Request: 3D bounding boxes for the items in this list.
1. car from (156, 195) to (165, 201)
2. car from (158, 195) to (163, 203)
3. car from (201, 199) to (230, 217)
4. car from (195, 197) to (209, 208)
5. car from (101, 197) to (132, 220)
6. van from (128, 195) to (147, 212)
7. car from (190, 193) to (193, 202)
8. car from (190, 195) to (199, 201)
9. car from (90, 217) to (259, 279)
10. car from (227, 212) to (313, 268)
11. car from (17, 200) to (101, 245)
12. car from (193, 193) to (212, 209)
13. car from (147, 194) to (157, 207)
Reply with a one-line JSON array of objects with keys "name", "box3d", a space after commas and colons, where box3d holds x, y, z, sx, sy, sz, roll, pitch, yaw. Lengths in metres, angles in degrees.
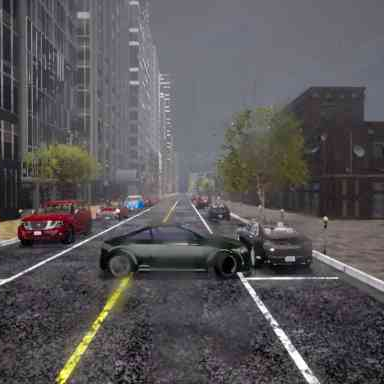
[{"name": "car", "box3d": [-7.738, 1.497, 82.613, 1.752, 1.417, 4.829, -1, 0, -1]}, {"name": "car", "box3d": [-7.326, 1.522, 66.184, 1.887, 1.381, 4.507, -1, 0, -1]}, {"name": "car", "box3d": [2.051, 1.543, 26.918, 2.008, 1.369, 4.403, -1, 0, -1]}, {"name": "car", "box3d": [1.463, 1.509, 49.954, 1.752, 1.417, 4.829, -1, 0, -1]}, {"name": "car", "box3d": [-6.352, 1.432, 26.724, 1.967, 1.590, 4.097, -1, 0, -1]}, {"name": "van", "box3d": [-6.637, 1.329, 38.518, 1.690, 1.788, 3.998, -1, 0, -1]}, {"name": "car", "box3d": [0.910, 1.291, 71.915, 2.192, 1.841, 5.009, -1, 0, -1]}, {"name": "car", "box3d": [0.637, 1.538, 82.981, 1.947, 1.339, 4.313, -1, 0, -1]}, {"name": "car", "box3d": [-0.453, 1.557, 9.454, 4.181, 1.385, 1.994, 0, 0, -1]}, {"name": "car", "box3d": [2.566, 1.548, 11.058, 2.008, 1.369, 4.403, -1, 0, -1]}, {"name": "car", "box3d": [-6.167, 1.310, 15.656, 2.192, 1.841, 5.009, -1, 0, -1]}, {"name": "car", "box3d": [1.602, 1.301, 44.251, 2.192, 1.841, 5.009, -1, 0, -1]}, {"name": "car", "box3d": [-6.914, 1.299, 49.584, 2.192, 1.841, 5.009, -1, 0, -1]}]
